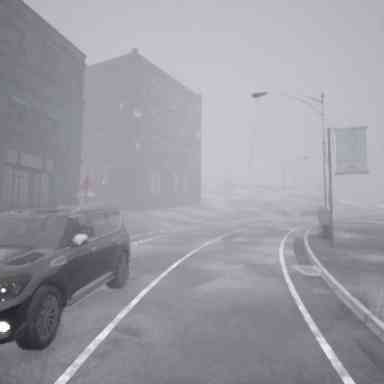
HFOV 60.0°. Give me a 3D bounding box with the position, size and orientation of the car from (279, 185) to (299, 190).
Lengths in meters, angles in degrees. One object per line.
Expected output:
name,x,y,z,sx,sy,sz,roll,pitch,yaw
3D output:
car,21.236,-0.773,75.867,4.674,1.452,2.002,2,-6,-18

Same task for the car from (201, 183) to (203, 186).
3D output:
car,0.265,-1.654,69.245,4.553,1.767,2.185,2,-5,-17

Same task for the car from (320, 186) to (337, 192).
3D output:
car,31.618,-0.484,79.706,4.553,1.767,2.185,3,-6,-21

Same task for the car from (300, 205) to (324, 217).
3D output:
car,16.072,2.512,43.878,4.892,1.490,1.837,1,-5,-42

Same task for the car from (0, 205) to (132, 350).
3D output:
car,-2.966,1.331,6.874,2.150,2.045,5.566,0,-1,8

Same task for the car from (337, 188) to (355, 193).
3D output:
car,36.916,-0.079,81.852,4.792,1.488,2.163,3,-6,-22

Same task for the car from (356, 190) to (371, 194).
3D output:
car,41.981,0.182,84.030,4.674,1.452,2.002,3,-6,-23

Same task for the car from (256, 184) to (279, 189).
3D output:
car,15.975,-1.019,74.121,4.892,1.521,2.231,2,-5,-17

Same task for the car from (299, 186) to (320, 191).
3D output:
car,26.459,-0.590,77.732,5.008,1.535,2.097,2,-6,-20

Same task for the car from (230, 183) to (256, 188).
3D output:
car,10.709,-1.199,72.478,4.892,1.521,2.231,2,-5,-17
